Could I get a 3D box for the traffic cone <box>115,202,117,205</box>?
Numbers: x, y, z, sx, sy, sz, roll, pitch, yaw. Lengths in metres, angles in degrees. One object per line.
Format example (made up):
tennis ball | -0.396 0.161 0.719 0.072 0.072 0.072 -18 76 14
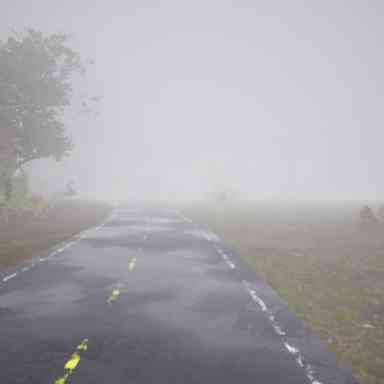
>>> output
traffic cone | -12.281 1.748 53.838 0.340 0.580 0.340 0 0 -17
